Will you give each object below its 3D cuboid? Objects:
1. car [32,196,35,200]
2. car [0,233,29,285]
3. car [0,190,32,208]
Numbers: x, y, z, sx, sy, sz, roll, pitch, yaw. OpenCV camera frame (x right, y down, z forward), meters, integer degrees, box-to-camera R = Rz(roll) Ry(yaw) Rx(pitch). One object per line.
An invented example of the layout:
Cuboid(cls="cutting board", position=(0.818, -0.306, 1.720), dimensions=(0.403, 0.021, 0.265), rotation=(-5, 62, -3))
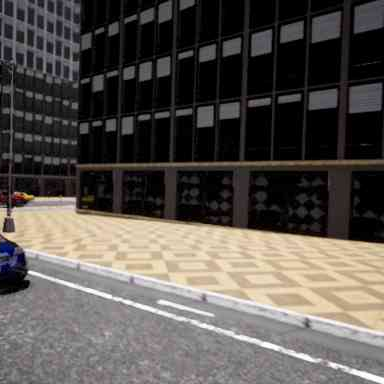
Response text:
Cuboid(cls="car", position=(-22.741, 0.629, 42.578), dimensions=(1.752, 1.417, 4.829), rotation=(2, 1, 36))
Cuboid(cls="car", position=(-5.648, 1.350, 7.710), dimensions=(4.181, 1.385, 1.994), rotation=(2, 1, 36))
Cuboid(cls="car", position=(-19.250, 0.700, 33.200), dimensions=(2.192, 1.841, 5.009), rotation=(2, 1, 36))
